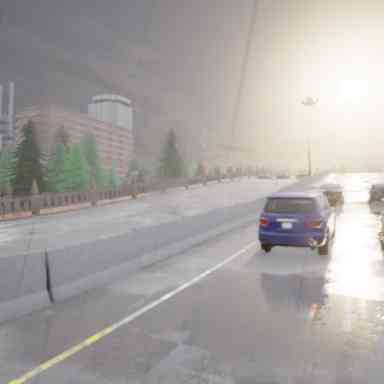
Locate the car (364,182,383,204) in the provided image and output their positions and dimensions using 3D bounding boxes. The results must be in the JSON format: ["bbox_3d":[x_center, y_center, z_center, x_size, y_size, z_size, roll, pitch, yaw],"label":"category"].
[{"bbox_3d":[14.299,0.008,25.157,1.837,1.490,4.892,0,6,27],"label":"car"}]

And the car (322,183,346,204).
[{"bbox_3d":[11.239,-0.018,26.864,1.882,1.535,5.008,0,6,27],"label":"car"}]

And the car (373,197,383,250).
[{"bbox_3d":[7.848,1.186,12.177,1.812,1.442,4.674,0,3,27],"label":"car"}]

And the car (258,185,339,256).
[{"bbox_3d":[4.103,0.970,12.539,2.150,2.045,5.566,0,3,27],"label":"car"}]

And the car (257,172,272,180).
[{"bbox_3d":[13.860,-3.055,63.646,1.994,1.385,4.181,0,5,27],"label":"car"}]

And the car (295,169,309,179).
[{"bbox_3d":[20.143,-3.309,60.582,2.097,1.767,4.553,0,5,27],"label":"car"}]

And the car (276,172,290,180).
[{"bbox_3d":[17.018,-3.080,62.144,1.994,1.385,4.181,0,5,27],"label":"car"}]
